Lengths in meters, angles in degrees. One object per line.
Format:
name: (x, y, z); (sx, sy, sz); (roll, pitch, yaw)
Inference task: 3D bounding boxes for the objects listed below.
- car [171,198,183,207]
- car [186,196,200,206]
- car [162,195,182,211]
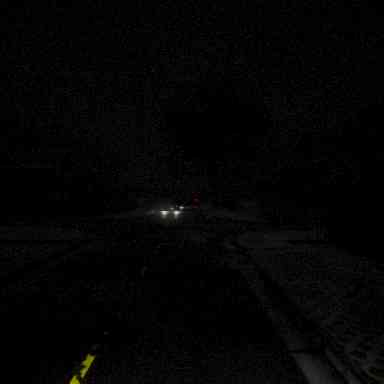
car: (-2.795, 1.943, 61.949); (1.882, 1.535, 5.008); (0, -1, 1)
car: (-0.013, 1.733, 65.817); (2.150, 2.045, 5.566); (0, -1, 1)
car: (-2.844, 1.496, 45.847); (2.150, 2.045, 5.566); (0, -1, 0)
